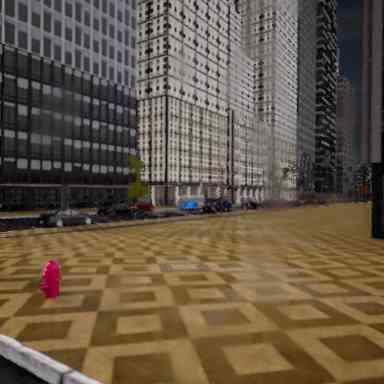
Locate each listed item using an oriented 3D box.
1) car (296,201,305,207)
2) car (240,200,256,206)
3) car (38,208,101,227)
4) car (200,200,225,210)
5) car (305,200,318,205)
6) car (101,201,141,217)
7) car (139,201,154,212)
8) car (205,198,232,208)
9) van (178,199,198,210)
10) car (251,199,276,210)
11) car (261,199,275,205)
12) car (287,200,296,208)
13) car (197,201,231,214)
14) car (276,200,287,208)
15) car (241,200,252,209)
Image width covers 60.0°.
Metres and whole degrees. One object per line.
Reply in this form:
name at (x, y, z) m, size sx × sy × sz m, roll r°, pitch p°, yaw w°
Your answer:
car at (22.366, 2.533, 72.484) m, size 1.947 × 1.339 × 4.313 m, roll 0°, pitch -1°, yaw 35°
car at (12.265, 2.412, 72.638) m, size 1.802 × 1.307 × 4.206 m, roll 0°, pitch -1°, yaw 35°
car at (-9.743, 1.971, 26.089) m, size 2.008 × 1.369 × 4.403 m, roll 0°, pitch -1°, yaw 35°
car at (3.378, 2.187, 55.137) m, size 1.837 × 1.490 × 4.892 m, roll 1°, pitch -1°, yaw 35°
car at (28.810, 2.641, 81.749) m, size 1.947 × 1.339 × 4.313 m, roll 0°, pitch -1°, yaw 35°
car at (-8.550, 2.066, 38.147) m, size 1.895 × 1.301 × 4.718 m, roll 1°, pitch 0°, yaw 35°
car at (-7.059, 1.943, 44.852) m, size 1.967 × 1.590 × 4.097 m, roll 0°, pitch -1°, yaw 35°
car at (3.983, 1.887, 50.688) m, size 2.150 × 2.045 × 5.566 m, roll 1°, pitch 0°, yaw 36°
van at (-0.617, 1.954, 54.116) m, size 1.690 × 1.788 × 3.998 m, roll 0°, pitch -1°, yaw 35°
car at (12.701, 2.371, 58.587) m, size 1.947 × 1.339 × 4.313 m, roll 0°, pitch -1°, yaw 35°
car at (18.706, 2.504, 81.900) m, size 1.947 × 1.339 × 4.313 m, roll 0°, pitch -1°, yaw 35°
car at (19.145, 2.353, 67.853) m, size 1.967 × 1.590 × 4.097 m, roll 0°, pitch -1°, yaw 35°
car at (3.036, 2.207, 44.690) m, size 1.947 × 1.339 × 4.313 m, roll 0°, pitch -1°, yaw 35°
car at (15.922, 2.441, 63.220) m, size 1.802 × 1.307 × 4.206 m, roll 0°, pitch -1°, yaw 35°
car at (10.577, 2.271, 60.210) m, size 2.128 × 1.511 × 4.902 m, roll 1°, pitch 0°, yaw 35°
